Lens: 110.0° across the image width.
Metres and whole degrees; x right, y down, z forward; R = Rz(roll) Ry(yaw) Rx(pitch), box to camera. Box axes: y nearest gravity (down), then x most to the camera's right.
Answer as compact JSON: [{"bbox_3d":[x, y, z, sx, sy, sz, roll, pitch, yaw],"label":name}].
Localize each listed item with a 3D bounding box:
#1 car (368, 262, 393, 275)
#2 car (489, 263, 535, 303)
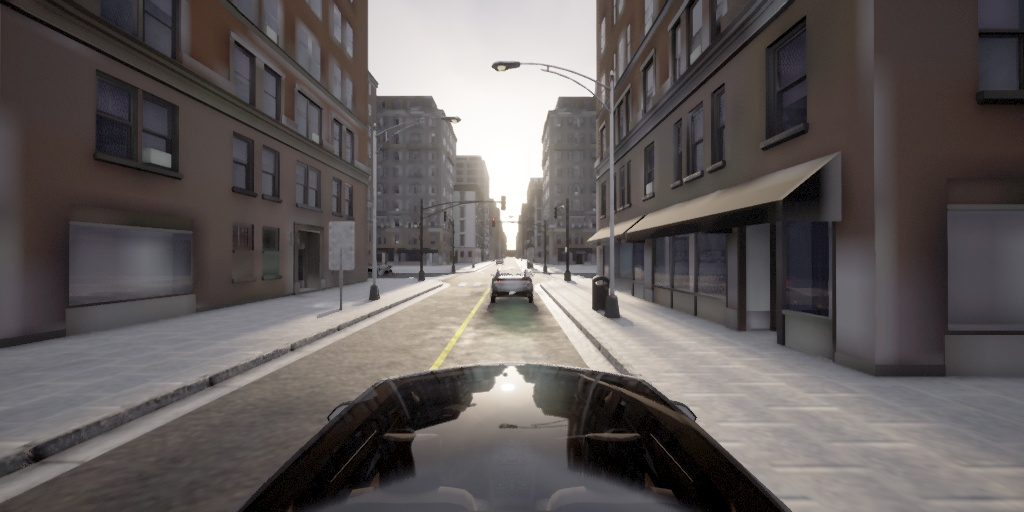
[{"bbox_3d":[-14.764,1.325,37.757,4.313,1.339,1.948,0,0,0],"label":"car"},{"bbox_3d":[0.000,1.244,16.499,2.128,1.511,4.902,0,0,0],"label":"car"}]
